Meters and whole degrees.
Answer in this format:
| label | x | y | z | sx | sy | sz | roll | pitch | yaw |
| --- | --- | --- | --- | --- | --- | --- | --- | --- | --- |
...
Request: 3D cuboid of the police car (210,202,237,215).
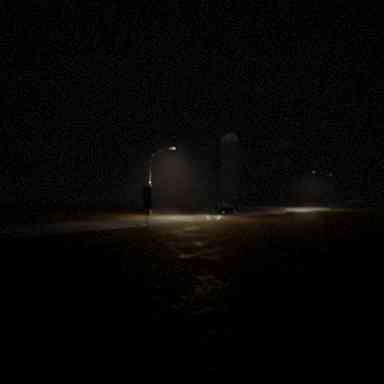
| label | x | y | z | sx | sy | sz | roll | pitch | yaw |
| --- | --- | --- | --- | --- | --- | --- | --- | --- | --- |
| police car | 4.165 | 2.141 | 44.455 | 1.930 | 1.638 | 5.238 | 1 | -1 | 35 |
